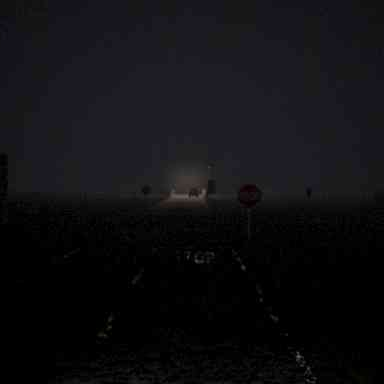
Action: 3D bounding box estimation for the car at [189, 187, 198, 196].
[{"bbox_3d":[0.405,-0.189,78.093,2.150,2.045,5.566,0,1,0],"label":"car"}]

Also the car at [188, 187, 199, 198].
[{"bbox_3d":[0.354,0.222,68.033,2.097,1.767,4.553,0,1,0],"label":"car"}]
